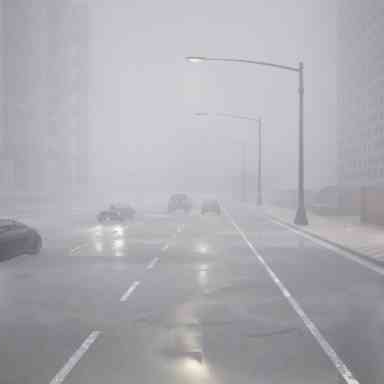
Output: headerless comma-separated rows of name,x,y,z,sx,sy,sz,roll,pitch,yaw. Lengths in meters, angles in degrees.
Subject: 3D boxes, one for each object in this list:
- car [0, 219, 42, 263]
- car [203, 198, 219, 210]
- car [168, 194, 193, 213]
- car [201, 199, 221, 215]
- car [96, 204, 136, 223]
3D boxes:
car,-6.592,1.564,10.554,1.994,1.385,4.181,0,0,3
car,2.541,1.564,44.721,1.994,1.385,4.181,0,0,3
car,-1.388,1.221,37.692,2.150,2.045,5.566,0,0,3
car,1.959,1.491,34.379,2.128,1.511,4.902,0,0,3
car,-5.737,1.601,25.504,1.895,1.301,4.718,0,0,3
